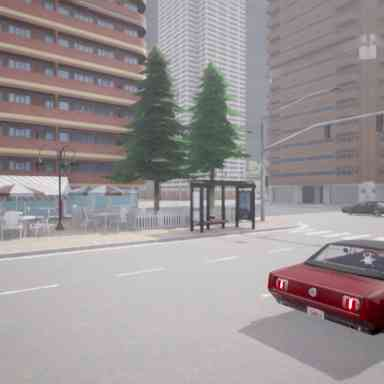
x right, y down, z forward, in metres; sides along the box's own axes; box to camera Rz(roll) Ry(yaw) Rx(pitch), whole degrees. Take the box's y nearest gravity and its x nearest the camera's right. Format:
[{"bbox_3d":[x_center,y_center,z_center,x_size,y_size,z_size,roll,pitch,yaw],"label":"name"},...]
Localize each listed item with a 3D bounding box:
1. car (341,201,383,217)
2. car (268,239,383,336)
[{"bbox_3d":[17.301,1.594,32.406,2.033,1.411,5.357,0,0,-28],"label":"car"},{"bbox_3d":[3.733,1.600,6.473,4.718,1.301,1.895,0,0,-36],"label":"car"}]
